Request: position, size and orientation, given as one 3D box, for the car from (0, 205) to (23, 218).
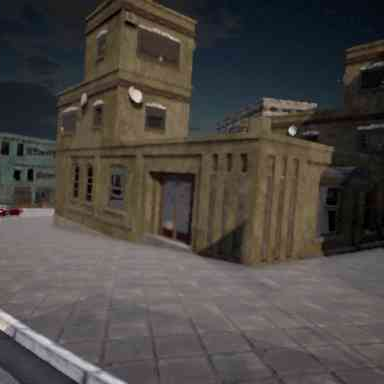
[{"bbox_3d":[-20.761,2.110,37.171,1.895,1.301,4.718,4,-2,-4],"label":"car"}]
